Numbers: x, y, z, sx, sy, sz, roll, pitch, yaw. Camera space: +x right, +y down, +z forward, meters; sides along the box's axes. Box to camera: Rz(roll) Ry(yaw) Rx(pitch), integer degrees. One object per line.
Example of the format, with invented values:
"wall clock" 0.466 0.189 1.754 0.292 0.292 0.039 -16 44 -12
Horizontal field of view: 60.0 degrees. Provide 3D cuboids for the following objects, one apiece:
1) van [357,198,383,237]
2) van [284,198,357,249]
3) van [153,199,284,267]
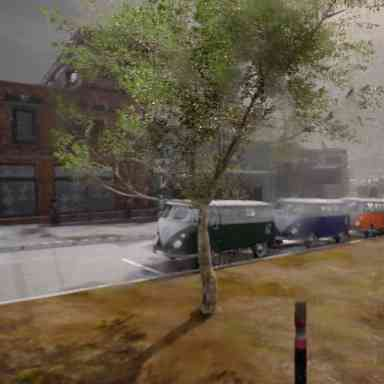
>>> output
"van" 9.373 1.328 18.209 4.442 1.987 1.878 2 0 -41
"van" 5.145 1.282 14.551 4.442 1.987 1.878 2 0 -41
"van" 0.808 1.247 11.041 4.442 1.987 1.878 2 0 -40
